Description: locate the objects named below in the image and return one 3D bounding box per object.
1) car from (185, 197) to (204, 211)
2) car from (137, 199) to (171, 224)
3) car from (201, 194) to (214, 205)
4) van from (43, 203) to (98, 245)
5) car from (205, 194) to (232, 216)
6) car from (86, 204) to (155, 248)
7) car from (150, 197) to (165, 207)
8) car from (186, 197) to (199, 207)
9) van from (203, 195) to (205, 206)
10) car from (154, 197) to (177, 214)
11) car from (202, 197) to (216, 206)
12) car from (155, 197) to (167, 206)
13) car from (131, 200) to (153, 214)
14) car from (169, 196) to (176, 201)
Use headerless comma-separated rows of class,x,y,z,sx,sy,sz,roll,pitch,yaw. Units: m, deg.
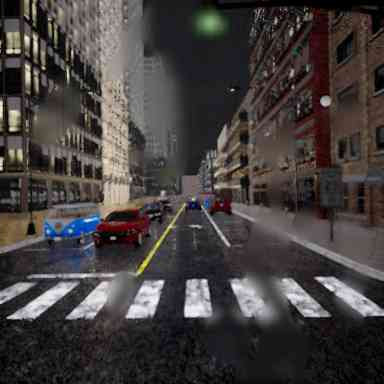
car,0.159,1.621,41.827,1.994,1.385,4.181,-1,0,0
car,-3.055,1.581,25.795,2.128,1.511,4.902,-1,0,0
car,2.773,1.366,60.523,2.192,1.841,5.009,-1,0,0
van,-5.685,1.463,16.130,1.690,1.788,3.998,-1,0,0
car,2.723,1.301,32.769,2.192,1.841,5.009,-1,0,0
car,-3.081,1.545,15.517,1.882,1.535,5.008,-1,0,0
car,-5.612,1.649,54.986,1.967,1.590,4.097,-1,0,0
car,0.081,1.584,55.194,2.128,1.511,4.902,-1,0,0
van,2.754,1.365,49.421,1.690,1.788,3.998,-1,0,0
car,-3.032,1.616,36.380,1.837,1.490,4.892,-1,0,0
car,2.769,1.588,54.971,2.008,1.369,4.403,-1,0,0
car,-5.601,1.748,60.366,1.752,1.417,4.829,-1,0,0
car,-5.641,1.695,38.163,1.752,1.417,4.829,-1,0,0
car,-5.538,1.895,93.842,1.802,1.307,4.206,-1,0,0
